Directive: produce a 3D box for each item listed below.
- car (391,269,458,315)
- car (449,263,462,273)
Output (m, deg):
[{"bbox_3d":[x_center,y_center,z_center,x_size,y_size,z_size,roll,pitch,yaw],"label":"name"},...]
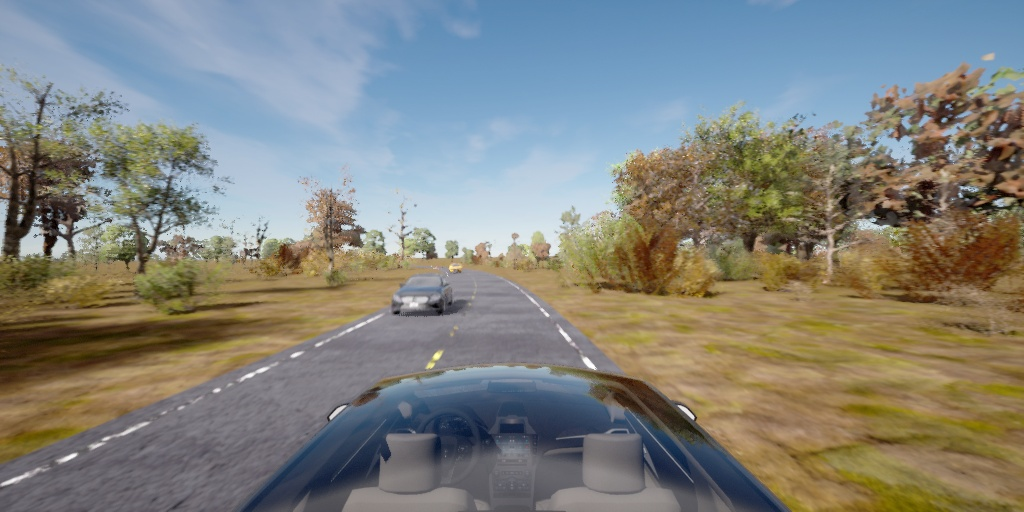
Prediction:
[{"bbox_3d":[-3.458,1.440,14.553,1.812,1.442,4.674,0,-1,-3],"label":"car"},{"bbox_3d":[-8.787,1.894,56.081,1.882,1.535,5.008,0,-1,-11],"label":"car"}]
